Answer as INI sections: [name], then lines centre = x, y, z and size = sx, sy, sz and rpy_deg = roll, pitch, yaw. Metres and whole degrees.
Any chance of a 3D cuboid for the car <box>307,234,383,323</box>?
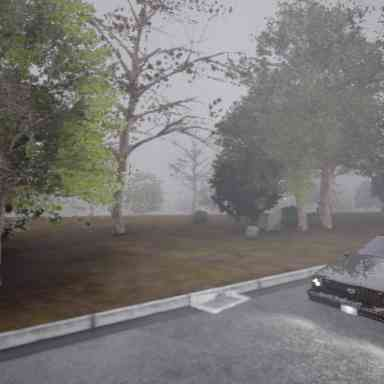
[car]
centre = 4.781, 1.584, 7.092
size = 5.357, 1.411, 2.033
rpy_deg = 0, 0, -35
